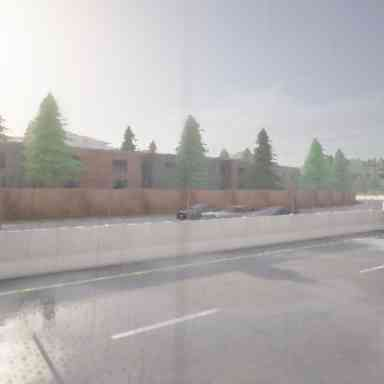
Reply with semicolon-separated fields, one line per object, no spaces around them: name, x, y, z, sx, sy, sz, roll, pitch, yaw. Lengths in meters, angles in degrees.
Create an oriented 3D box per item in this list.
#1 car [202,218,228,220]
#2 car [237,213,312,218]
car;2.962;1.635;23.188;4.718;1.301;1.895;0;0;-35
car;5.290;1.583;20.544;5.357;1.411;2.033;0;0;-35
